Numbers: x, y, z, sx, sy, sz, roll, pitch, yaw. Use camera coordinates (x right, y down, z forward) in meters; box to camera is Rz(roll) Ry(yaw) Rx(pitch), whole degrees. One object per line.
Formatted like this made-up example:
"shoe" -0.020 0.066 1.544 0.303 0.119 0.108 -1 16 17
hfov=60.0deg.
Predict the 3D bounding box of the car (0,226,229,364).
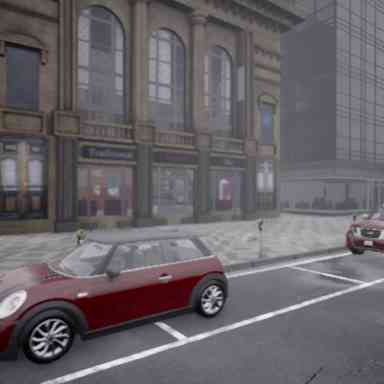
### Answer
"car" -1.366 1.447 5.790 4.097 1.590 1.967 0 0 -35

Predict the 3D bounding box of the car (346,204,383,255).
"car" 7.819 1.355 12.338 5.009 1.841 2.192 0 0 -35
